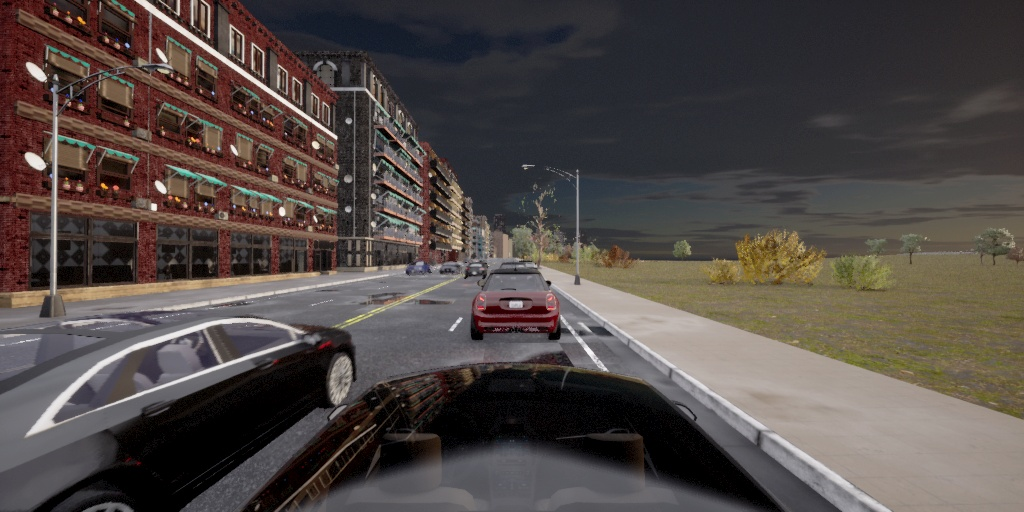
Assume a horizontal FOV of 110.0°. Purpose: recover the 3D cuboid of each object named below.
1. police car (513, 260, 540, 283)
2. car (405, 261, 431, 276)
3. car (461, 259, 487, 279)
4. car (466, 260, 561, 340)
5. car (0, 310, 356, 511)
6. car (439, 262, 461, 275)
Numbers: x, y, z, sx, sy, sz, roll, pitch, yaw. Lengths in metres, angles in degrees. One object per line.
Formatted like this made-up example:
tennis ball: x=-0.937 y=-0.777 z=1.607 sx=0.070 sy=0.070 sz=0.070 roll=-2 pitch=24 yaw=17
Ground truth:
police car: x=1.096 y=1.179 z=29.380 sx=1.930 sy=1.638 sz=5.238 roll=0 pitch=0 yaw=0
car: x=-9.906 y=1.279 z=38.204 sx=1.812 sy=1.442 sz=4.674 roll=0 pitch=0 yaw=0
car: x=-3.199 y=1.280 z=32.632 sx=1.812 sy=1.442 sz=4.674 roll=0 pitch=-1 yaw=-1
car: x=0.080 y=1.103 z=10.112 sx=2.097 sy=1.767 sz=4.553 roll=0 pitch=0 yaw=0
car: x=-3.155 y=1.240 z=3.254 sx=2.128 sy=1.511 sz=4.902 roll=0 pitch=0 yaw=0
car: x=-6.656 y=1.317 z=39.177 sx=1.994 sy=1.385 sz=4.181 roll=0 pitch=0 yaw=0
